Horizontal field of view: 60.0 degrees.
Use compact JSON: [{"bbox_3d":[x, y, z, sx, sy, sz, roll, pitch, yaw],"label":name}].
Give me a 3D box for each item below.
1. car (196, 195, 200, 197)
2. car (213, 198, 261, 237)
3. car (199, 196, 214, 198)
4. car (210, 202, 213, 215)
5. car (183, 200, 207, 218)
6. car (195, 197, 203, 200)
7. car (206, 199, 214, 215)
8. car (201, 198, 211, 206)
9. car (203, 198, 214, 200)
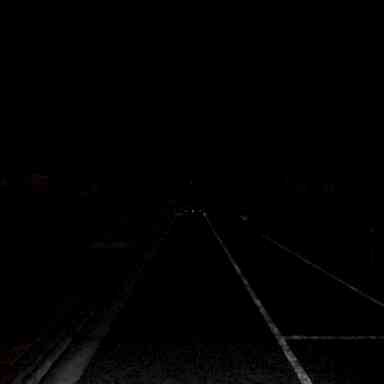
[{"bbox_3d":[2.659,1.822,85.926,1.967,1.590,4.097,2,0,0],"label":"car"},{"bbox_3d":[2.665,1.465,19.272,2.192,1.841,5.009,2,0,0],"label":"car"},{"bbox_3d":[2.667,1.570,52.605,2.192,1.841,5.009,2,0,0],"label":"car"},{"bbox_3d":[2.660,1.725,24.828,1.887,1.381,4.507,2,0,0],"label":"car"},{"bbox_3d":[0.082,1.757,32.253,2.033,1.411,5.357,0,0,0],"label":"car"},{"bbox_3d":[0.055,1.783,43.052,2.033,1.411,5.357,0,0,1],"label":"car"},{"bbox_3d":[2.661,1.786,35.940,1.947,1.339,4.313,2,0,0],"label":"car"},{"bbox_3d":[2.657,1.868,63.711,1.802,1.307,4.206,2,0,0],"label":"car"},{"bbox_3d":[2.660,1.798,41.497,1.947,1.339,4.313,2,0,0],"label":"car"}]
